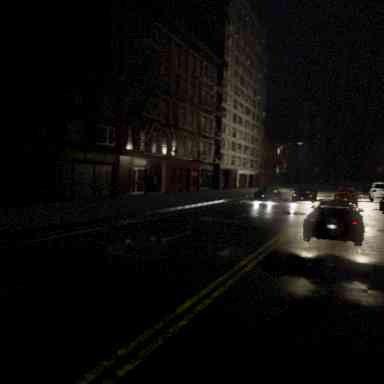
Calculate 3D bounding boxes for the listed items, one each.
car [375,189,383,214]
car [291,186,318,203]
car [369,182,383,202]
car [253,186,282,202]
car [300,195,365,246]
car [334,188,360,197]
[{"bbox_3d":[14.006,0.787,22.760,2.033,1.411,5.357,3,3,26],"label":"car"},{"bbox_3d":[10.562,0.221,30.882,1.812,1.442,4.674,3,3,26],"label":"car"},{"bbox_3d":[20.306,-0.005,35.623,2.150,2.045,5.566,3,4,26],"label":"car"},{"bbox_3d":[7.223,0.118,31.450,1.994,1.385,4.181,3,3,26],"label":"car"},{"bbox_3d":[5.512,1.047,12.788,1.994,1.385,4.181,3,3,26],"label":"car"},{"bbox_3d":[13.619,0.360,29.281,1.882,1.535,5.008,3,3,26],"label":"car"}]
